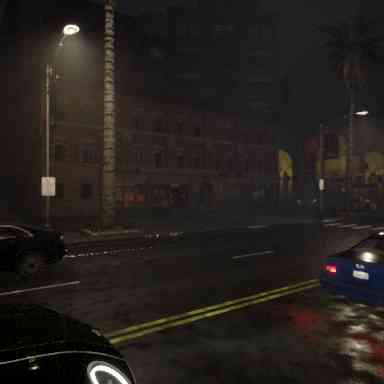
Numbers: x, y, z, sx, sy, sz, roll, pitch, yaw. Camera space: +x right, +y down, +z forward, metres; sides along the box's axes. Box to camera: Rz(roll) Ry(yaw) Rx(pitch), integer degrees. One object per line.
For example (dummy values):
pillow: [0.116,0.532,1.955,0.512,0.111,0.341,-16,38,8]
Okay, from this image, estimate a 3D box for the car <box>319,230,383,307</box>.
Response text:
car: [5.093,1.547,7.473,5.357,1.411,2.033,0,0,-36]

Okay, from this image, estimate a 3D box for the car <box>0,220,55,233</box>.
car: [-5.763,1.491,8.448,4.902,1.511,2.128,0,0,-36]

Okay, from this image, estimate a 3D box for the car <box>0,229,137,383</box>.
car: [-2.539,1.352,1.880,4.553,1.767,2.097,0,0,-36]
